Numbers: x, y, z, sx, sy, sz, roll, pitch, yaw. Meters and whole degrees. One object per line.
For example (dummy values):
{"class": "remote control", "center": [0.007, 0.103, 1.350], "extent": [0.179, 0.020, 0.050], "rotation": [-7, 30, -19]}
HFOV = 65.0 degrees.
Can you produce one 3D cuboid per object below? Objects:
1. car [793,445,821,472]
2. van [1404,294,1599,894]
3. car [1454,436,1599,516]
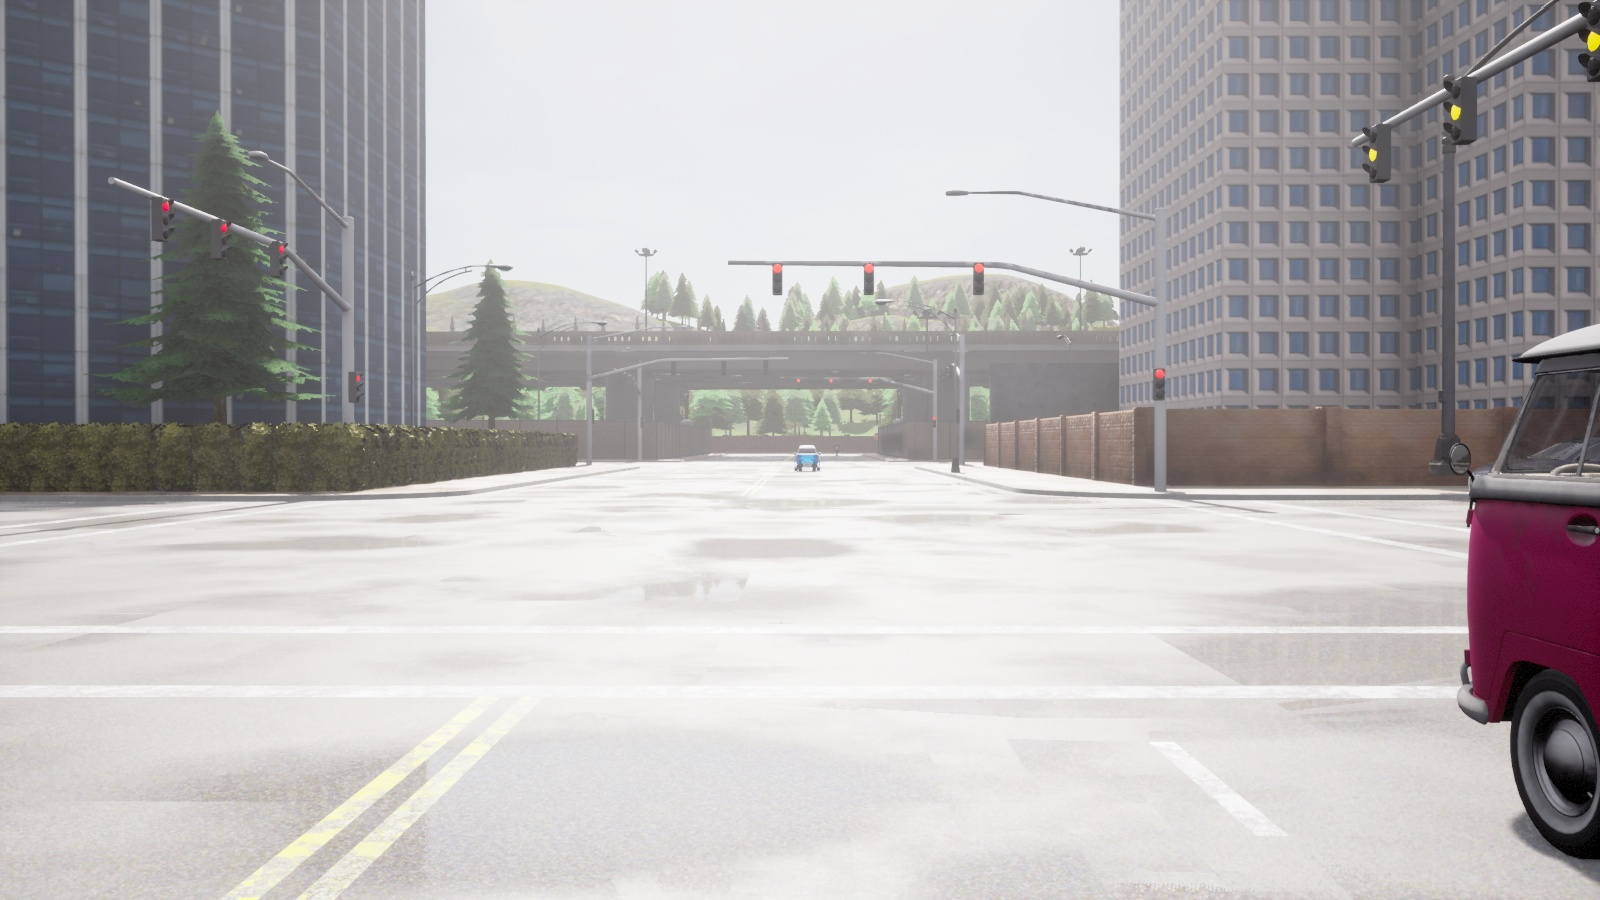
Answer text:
{"class": "car", "center": [0.383, 0.426, 66.471], "extent": [1.481, 1.376, 2.207], "rotation": [0, 1, 0]}
{"class": "van", "center": [3.533, 0.483, 3.300], "extent": [1.775, 1.987, 4.442], "rotation": [0, 0, 0]}
{"class": "car", "center": [17.088, 0.537, 27.131], "extent": [4.856, 1.649, 2.033], "rotation": [0, 0, 1]}
